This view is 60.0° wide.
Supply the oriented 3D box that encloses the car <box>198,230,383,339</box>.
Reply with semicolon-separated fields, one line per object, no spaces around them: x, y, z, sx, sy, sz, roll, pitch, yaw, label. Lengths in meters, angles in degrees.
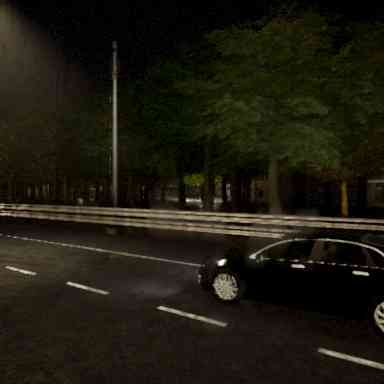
2.387;1.506;6.466;4.892;1.490;1.837;0;0;35;car
